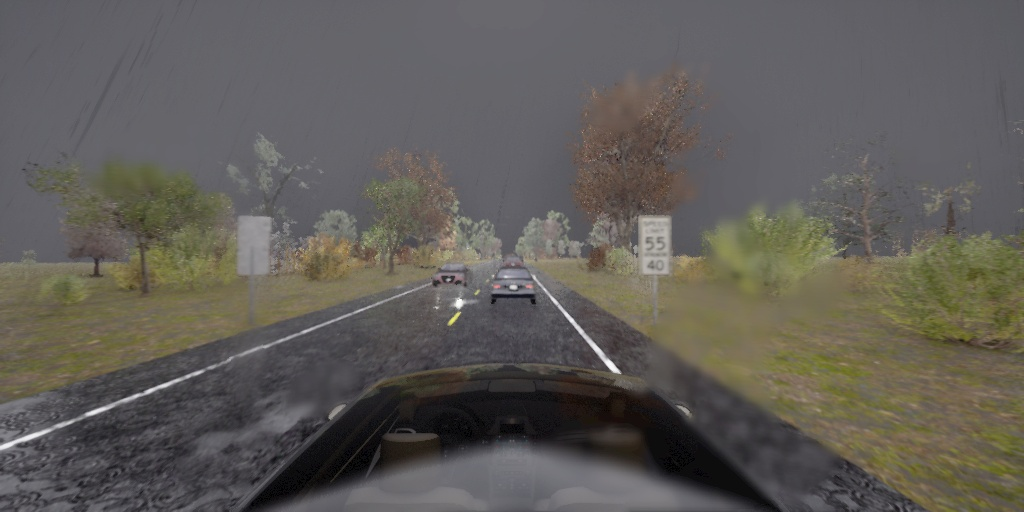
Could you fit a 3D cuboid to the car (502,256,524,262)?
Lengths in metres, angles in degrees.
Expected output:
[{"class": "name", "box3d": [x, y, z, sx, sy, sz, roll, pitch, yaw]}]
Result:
[{"class": "car", "box3d": [0.110, 0.767, 36.126, 2.097, 1.767, 4.553, 0, 0, 0]}]

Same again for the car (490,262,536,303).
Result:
[{"class": "car", "box3d": [0.064, 1.150, 15.546, 2.033, 1.411, 5.357, 0, 1, 0]}]

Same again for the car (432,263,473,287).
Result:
[{"class": "car", "box3d": [-3.525, 1.106, 21.890, 1.994, 1.385, 4.181, 0, 0, 1]}]
